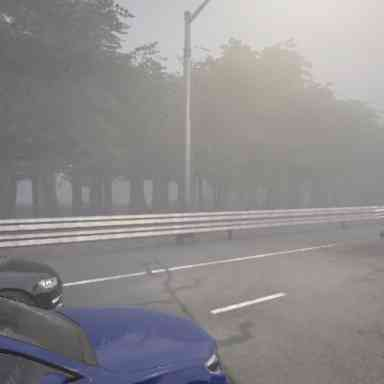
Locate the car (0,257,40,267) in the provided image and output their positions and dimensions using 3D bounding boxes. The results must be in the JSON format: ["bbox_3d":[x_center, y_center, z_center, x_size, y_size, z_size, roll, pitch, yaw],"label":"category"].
[{"bbox_3d":[-4.495,1.483,4.841,4.902,1.511,2.128,1,0,-36],"label":"car"}]

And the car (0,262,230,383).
[{"bbox_3d":[-1.833,1.524,2.439,4.674,1.442,1.812,0,0,-36],"label":"car"}]

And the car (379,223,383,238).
[{"bbox_3d":[11.069,1.697,15.942,5.357,1.411,2.033,1,0,-36],"label":"car"}]
